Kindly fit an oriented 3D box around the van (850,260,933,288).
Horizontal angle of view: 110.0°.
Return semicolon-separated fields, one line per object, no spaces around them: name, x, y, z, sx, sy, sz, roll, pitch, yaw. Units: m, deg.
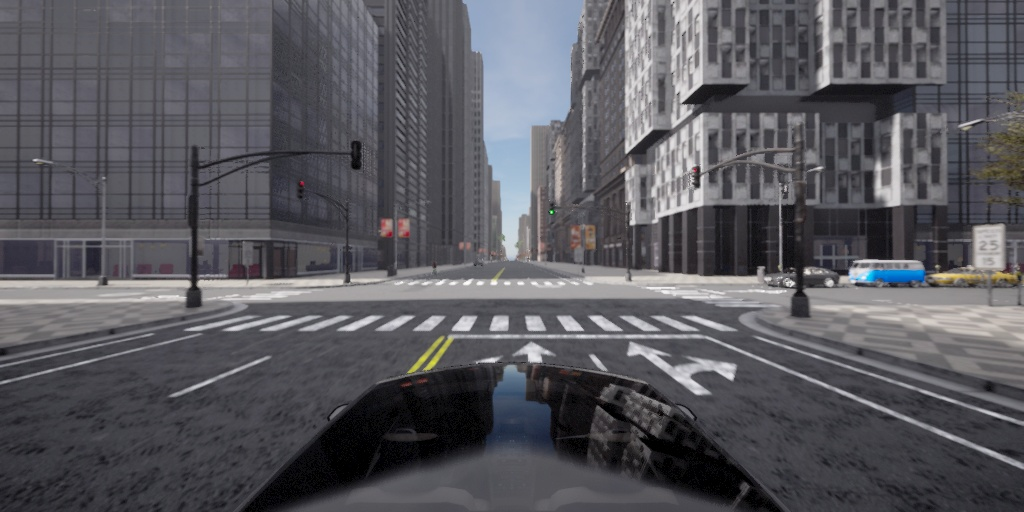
van;24.757;1.164;23.786;3.998;1.789;1.690;0;0;0

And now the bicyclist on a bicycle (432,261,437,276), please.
bicyclist on a bicycle;-8.740;1.424;40.412;0.582;1.620;1.656;0;0;0

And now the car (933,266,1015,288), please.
car;30.204;1.337;23.760;4.829;1.417;1.751;0;0;0

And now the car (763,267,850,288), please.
car;19.138;1.384;23.813;4.403;1.370;2.007;0;0;0

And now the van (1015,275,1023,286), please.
van;24.718;1.107;15.261;3.998;1.789;1.690;0;0;0
